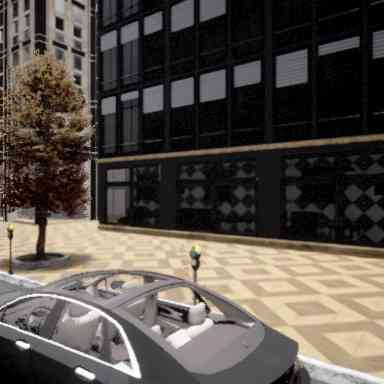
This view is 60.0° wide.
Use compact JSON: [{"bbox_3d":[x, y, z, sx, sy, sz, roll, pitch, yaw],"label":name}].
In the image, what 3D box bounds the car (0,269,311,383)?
[{"bbox_3d":[-1.041,1.556,3.616,4.403,1.369,2.008,0,0,35],"label":"car"}]
